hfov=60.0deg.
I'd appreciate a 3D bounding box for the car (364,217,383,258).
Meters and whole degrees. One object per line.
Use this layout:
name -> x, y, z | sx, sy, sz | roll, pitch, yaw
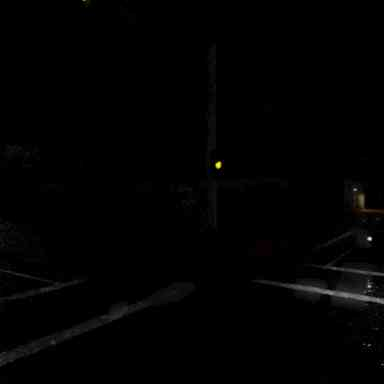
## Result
car -> 7.533, 1.577, 11.975 | 1.895, 1.301, 4.718 | 0, 0, 36
